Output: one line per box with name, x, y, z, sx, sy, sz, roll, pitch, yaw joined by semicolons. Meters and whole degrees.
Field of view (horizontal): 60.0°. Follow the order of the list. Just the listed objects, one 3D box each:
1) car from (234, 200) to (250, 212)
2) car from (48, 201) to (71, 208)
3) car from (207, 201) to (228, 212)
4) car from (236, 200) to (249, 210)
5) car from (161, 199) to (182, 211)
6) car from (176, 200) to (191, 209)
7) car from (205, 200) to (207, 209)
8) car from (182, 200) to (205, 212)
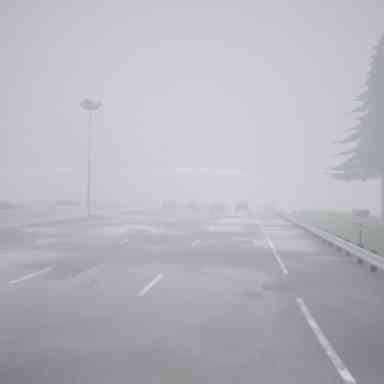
car;7.150;2.097;47.536;1.837;1.490;4.892;0;-1;9
car;-17.991;1.847;46.068;1.837;1.490;4.892;0;-1;10
car;3.764;2.135;48.517;1.994;1.385;4.181;0;-1;9
car;8.846;2.213;57.817;2.128;1.511;4.902;0;-1;9
car;-3.151;1.870;49.596;2.097;1.767;4.553;0;-1;9
car;-1.515;2.207;59.525;1.994;1.385;4.181;0;-1;9
car;1.939;2.174;58.956;1.837;1.490;4.892;0;-1;9
car;0.244;2.045;48.676;1.837;1.490;4.892;0;-1;9
